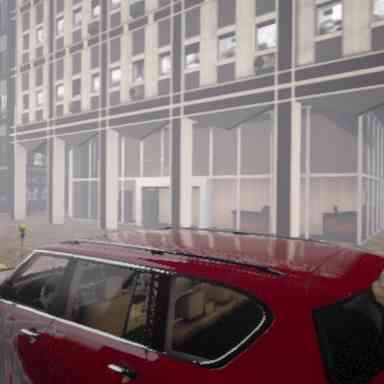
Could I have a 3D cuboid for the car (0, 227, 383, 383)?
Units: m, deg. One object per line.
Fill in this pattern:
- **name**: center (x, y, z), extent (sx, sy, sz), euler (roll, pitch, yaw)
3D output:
- **car**: center (-0.619, 1.299, 3.315), extent (5.009, 1.841, 2.192), euler (1, 0, 36)
